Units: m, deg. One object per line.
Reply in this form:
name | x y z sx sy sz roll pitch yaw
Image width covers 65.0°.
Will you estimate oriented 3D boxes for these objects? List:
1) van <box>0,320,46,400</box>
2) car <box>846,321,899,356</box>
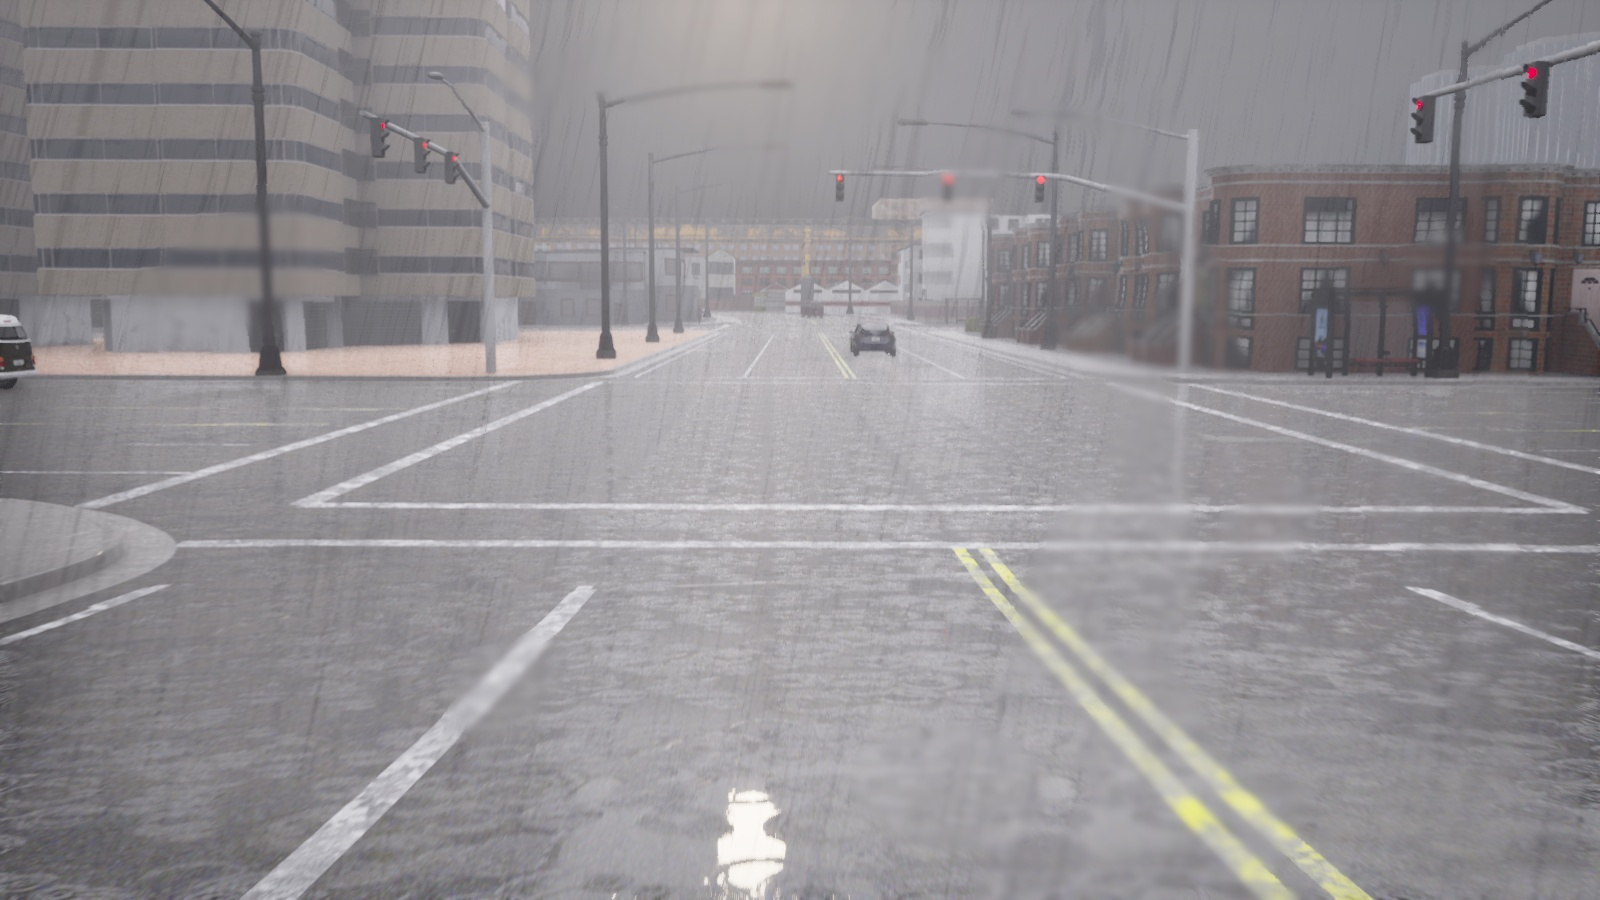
van | -23.094 -2.433 33.566 4.480 2.038 2.069 0 7 0
car | 3.333 -5.245 58.574 2.163 1.488 4.792 0 7 0
